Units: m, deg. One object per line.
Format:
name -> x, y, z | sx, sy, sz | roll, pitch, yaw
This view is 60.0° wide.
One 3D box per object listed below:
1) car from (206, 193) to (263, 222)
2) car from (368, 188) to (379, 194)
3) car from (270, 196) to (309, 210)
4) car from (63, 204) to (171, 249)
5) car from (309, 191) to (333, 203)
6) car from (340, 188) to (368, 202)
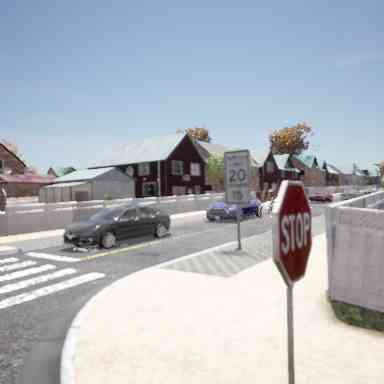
car -> 2.786, 0.882, 21.544 | 2.097, 1.767, 4.553 | -2, 0, 36
car -> 26.555, 0.055, 49.586 | 1.895, 1.301, 4.718 | -2, 0, 36
car -> 8.512, 0.787, 29.504 | 1.812, 1.442, 4.674 | -2, 0, 36
car -> -2.872, 1.303, 13.658 | 1.837, 1.490, 4.892 | -2, 0, 36
car -> 14.534, 0.581, 37.830 | 1.895, 1.301, 4.718 | -2, 0, 36
car -> 18.249, 0.383, 38.002 | 2.033, 1.411, 5.357 | -2, 0, 35
